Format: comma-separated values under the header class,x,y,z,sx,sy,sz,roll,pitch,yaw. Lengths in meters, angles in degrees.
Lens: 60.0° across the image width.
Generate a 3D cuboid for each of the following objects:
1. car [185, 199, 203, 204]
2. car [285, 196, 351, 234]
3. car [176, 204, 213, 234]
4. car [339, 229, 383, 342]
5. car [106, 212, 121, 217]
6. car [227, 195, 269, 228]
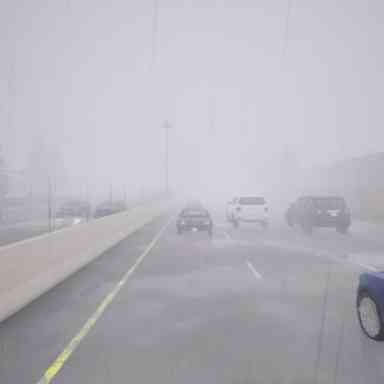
class,x,y,z,sx,sy,sz,roll,pitch,yaw
car,0.193,1.504,36.550,1.812,1.442,4.674,0,0,0
car,7.146,1.223,19.425,2.150,2.045,5.566,0,0,0
car,0.145,1.589,18.908,1.895,1.301,4.718,0,0,0
car,3.622,1.482,3.463,1.882,1.535,5.008,0,0,0
car,-7.023,1.447,28.909,1.882,1.535,5.008,0,0,0
car,3.656,1.214,22.540,2.150,2.045,5.566,0,0,0
